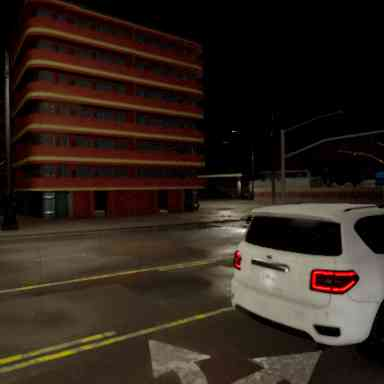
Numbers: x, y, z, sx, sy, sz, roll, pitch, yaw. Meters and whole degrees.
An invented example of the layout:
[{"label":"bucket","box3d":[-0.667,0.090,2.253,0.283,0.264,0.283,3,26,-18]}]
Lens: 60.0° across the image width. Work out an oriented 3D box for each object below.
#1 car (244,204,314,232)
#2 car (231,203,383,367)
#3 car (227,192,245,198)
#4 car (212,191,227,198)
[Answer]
[{"label":"car","box3d":[5.433,1.520,20.658,4.181,1.385,1.994,0,0,-35]},{"label":"car","box3d":[3.214,1.217,6.020,5.566,2.045,2.150,0,0,-35]},{"label":"car","box3d":[11.641,0.792,85.264,3.806,1.475,1.970,-1,1,-35]},{"label":"car","box3d":[7.675,0.645,89.491,4.611,1.667,2.242,-1,1,-35]}]
